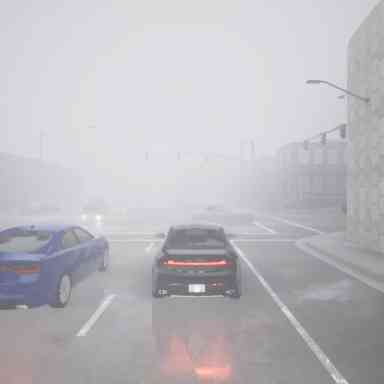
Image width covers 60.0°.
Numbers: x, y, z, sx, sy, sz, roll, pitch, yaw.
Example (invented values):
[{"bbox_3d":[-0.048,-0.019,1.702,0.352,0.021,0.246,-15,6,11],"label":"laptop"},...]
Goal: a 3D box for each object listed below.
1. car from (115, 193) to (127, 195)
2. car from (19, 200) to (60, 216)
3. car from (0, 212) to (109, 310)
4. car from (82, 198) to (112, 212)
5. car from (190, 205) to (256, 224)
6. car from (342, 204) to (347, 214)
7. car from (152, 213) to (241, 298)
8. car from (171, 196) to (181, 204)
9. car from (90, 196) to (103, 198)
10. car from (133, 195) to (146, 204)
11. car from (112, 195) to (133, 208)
[{"bbox_3d":[-13.847,1.224,64.005,2.150,2.045,5.566,0,0,1],"label":"car"},{"bbox_3d":[-14.943,1.525,32.913,1.812,1.442,4.674,0,0,12],"label":"car"},{"bbox_3d":[-3.401,1.478,7.933,1.882,1.535,5.008,0,0,0],"label":"car"},{"bbox_3d":[-10.321,1.601,35.790,1.895,1.301,4.718,0,0,-3],"label":"car"},{"bbox_3d":[2.296,1.601,24.230,4.718,1.301,1.895,0,0,9],"label":"car"},{"bbox_3d":[14.996,1.015,27.522,5.008,1.535,1.882,-5,0,0],"label":"car"},{"bbox_3d":[0.104,1.505,8.478,1.837,1.490,4.892,0,0,0],"label":"car"},{"bbox_3d":[-3.206,1.478,65.999,1.882,1.535,5.008,0,0,0],"label":"car"},{"bbox_3d":[-13.954,1.351,47.937,2.097,1.767,4.553,0,0,0],"label":"car"},{"bbox_3d":[-10.345,1.352,64.676,2.097,1.767,4.553,0,0,1],"label":"car"},{"bbox_3d":[-10.445,1.525,48.908,1.812,1.442,4.674,0,0,0],"label":"car"}]
